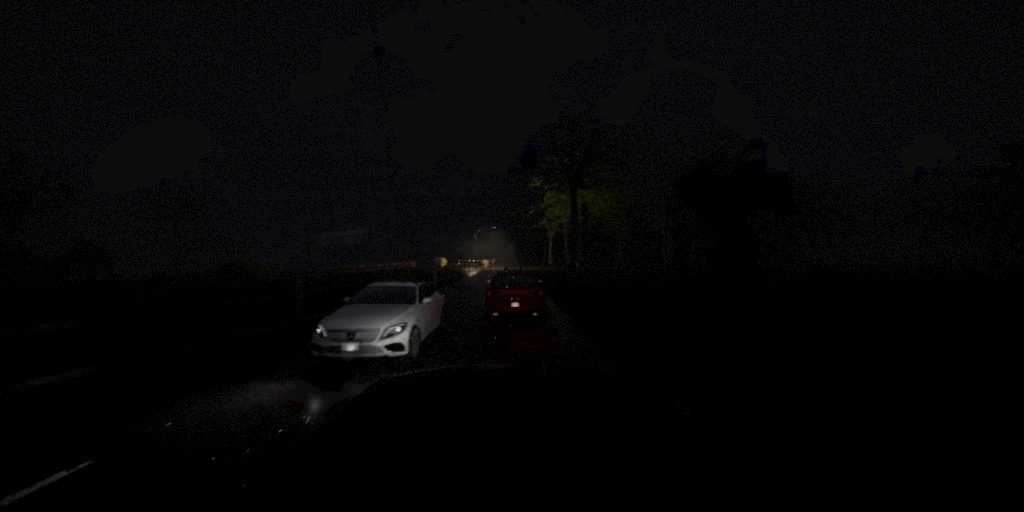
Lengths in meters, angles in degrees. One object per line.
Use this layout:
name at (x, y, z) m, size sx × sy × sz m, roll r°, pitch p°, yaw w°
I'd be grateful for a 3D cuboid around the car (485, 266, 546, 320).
car at (0.098, 1.271, 12.820) m, size 1.882 × 1.535 × 5.008 m, roll 0°, pitch 0°, yaw 0°

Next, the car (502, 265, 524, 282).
car at (0.105, 1.529, 32.526) m, size 1.895 × 1.301 × 4.718 m, roll 0°, pitch 0°, yaw 0°

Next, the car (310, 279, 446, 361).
car at (-2.751, 1.296, 8.443) m, size 1.812 × 1.442 × 4.674 m, roll 0°, pitch 0°, yaw 0°
